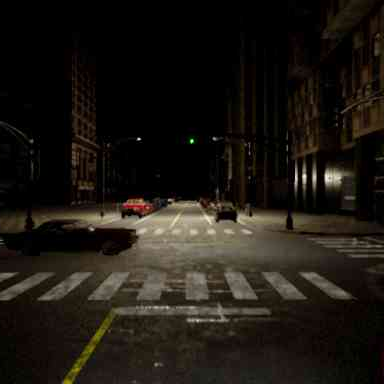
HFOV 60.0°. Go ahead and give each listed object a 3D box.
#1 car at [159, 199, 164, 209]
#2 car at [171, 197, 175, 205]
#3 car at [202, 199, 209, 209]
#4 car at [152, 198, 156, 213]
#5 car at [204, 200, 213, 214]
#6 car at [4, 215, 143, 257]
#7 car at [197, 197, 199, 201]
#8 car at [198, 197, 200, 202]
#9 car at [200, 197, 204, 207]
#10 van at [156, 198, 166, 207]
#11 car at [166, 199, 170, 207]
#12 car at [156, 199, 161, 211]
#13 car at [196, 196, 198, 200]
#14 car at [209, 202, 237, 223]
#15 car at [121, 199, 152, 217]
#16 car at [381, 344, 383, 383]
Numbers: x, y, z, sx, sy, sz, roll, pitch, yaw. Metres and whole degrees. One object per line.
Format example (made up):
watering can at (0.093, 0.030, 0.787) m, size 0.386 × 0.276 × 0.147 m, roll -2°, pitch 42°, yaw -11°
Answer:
car at (-5.751, 2.075, 50.524) m, size 1.802 × 1.307 × 4.206 m, roll 0°, pitch -1°, yaw 0°
car at (-5.744, 2.347, 78.726) m, size 1.947 × 1.339 × 4.313 m, roll 0°, pitch -1°, yaw 0°
car at (2.773, 1.982, 44.891) m, size 1.887 × 1.381 × 4.507 m, roll 0°, pitch -1°, yaw 0°
car at (-5.754, 1.822, 39.245) m, size 1.967 × 1.590 × 4.097 m, roll 0°, pitch -1°, yaw 0°
car at (2.772, 1.932, 39.251) m, size 2.008 × 1.369 × 4.403 m, roll 0°, pitch -1°, yaw 0°
car at (-4.507, 1.738, 12.981) m, size 4.718 × 1.301 × 1.895 m, roll 0°, pitch 0°, yaw 0°
car at (2.781, 2.326, 78.732) m, size 1.887 × 1.381 × 4.507 m, roll 0°, pitch -1°, yaw 0°
car at (2.778, 2.104, 67.453) m, size 1.967 × 1.590 × 4.097 m, roll 0°, pitch -1°, yaw 0°
car at (2.775, 1.989, 56.173) m, size 1.967 × 1.590 × 4.097 m, roll 0°, pitch -1°, yaw 0°
van at (-5.750, 1.891, 56.167) m, size 1.690 × 1.788 × 3.998 m, roll 0°, pitch -1°, yaw 0°
car at (-5.748, 2.047, 61.806) m, size 1.967 × 1.590 × 4.097 m, roll 0°, pitch -1°, yaw 0°
car at (-5.752, 2.003, 44.885) m, size 1.947 × 1.339 × 4.313 m, roll 0°, pitch -1°, yaw 0°
car at (2.784, 2.427, 90.183) m, size 1.752 × 1.417 × 4.829 m, roll 0°, pitch -1°, yaw 0°
car at (2.769, 1.822, 27.970) m, size 2.008 × 1.369 × 4.403 m, roll 0°, pitch -1°, yaw 0°
car at (-5.755, 1.641, 33.605) m, size 2.192 × 1.841 × 5.009 m, roll 0°, pitch -1°, yaw 0°
car at (2.762, 1.326, 1.000) m, size 2.192 × 1.841 × 5.009 m, roll 0°, pitch -1°, yaw 0°
